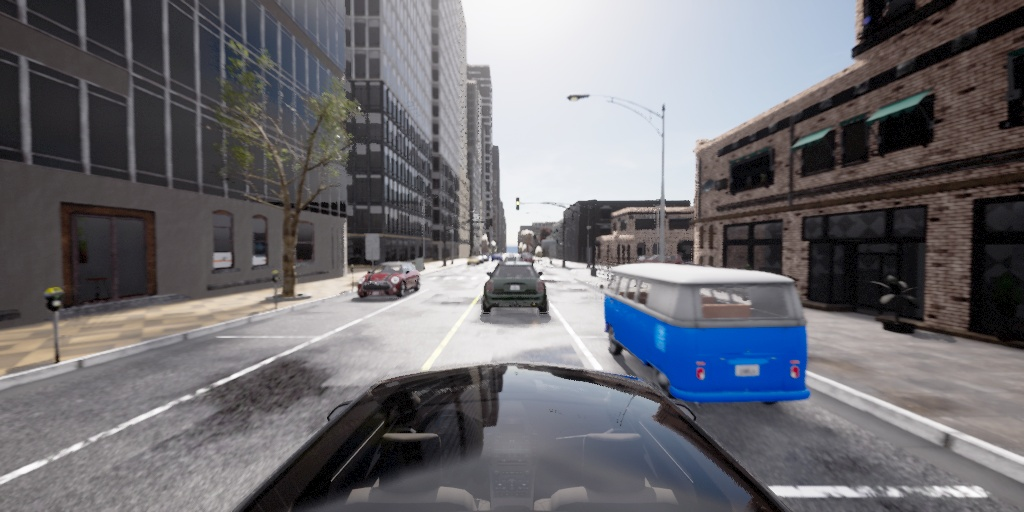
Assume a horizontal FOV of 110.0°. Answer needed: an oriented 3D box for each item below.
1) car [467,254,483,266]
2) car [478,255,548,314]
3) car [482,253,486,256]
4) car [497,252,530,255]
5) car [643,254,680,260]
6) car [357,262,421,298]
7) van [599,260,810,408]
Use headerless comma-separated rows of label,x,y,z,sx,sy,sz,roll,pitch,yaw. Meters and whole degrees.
car,-5.846,0.680,54.793,1.751,1.417,4.829,0,0,0
car,0.095,0.973,13.250,2.097,1.767,4.553,0,1,0
car,-5.677,0.658,60.606,1.948,1.339,4.313,0,0,0
car,0.091,0.799,28.628,2.097,1.767,4.553,0,1,0
car,16.505,0.738,40.278,5.009,1.841,2.192,0,0,1
car,-5.697,1.018,17.018,1.967,1.591,4.097,0,0,0
van,2.688,1.043,5.937,1.690,1.789,3.998,0,0,0
